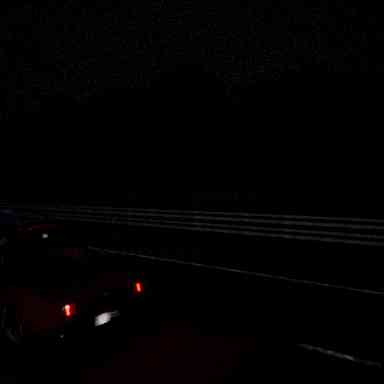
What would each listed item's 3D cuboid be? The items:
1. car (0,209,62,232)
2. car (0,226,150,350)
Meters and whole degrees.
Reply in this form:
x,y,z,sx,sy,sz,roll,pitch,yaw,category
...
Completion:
x,y,z,sx,sy,sz,roll,pitch,yaw,category
-7.361,1.439,13.548,5.008,1.535,1.882,0,0,36,car
-3.120,1.584,6.218,4.718,1.301,1.895,0,0,36,car
